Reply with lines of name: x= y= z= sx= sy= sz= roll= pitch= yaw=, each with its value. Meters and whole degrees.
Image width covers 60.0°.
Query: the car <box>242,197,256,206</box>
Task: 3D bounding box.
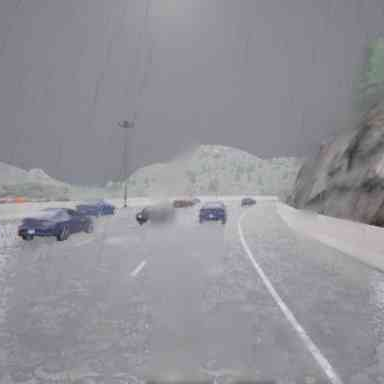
car: x=9.760 y=1.632 z=56.790 sx=1.837 sy=1.490 sz=4.892 roll=-1 pitch=-1 yaw=21

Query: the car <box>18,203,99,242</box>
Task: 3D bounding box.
car: x=-6.372 y=1.463 z=15.991 sx=1.812 sy=1.442 sz=4.674 roll=0 pitch=0 yaw=6

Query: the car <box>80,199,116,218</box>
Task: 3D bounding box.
car: x=-8.226 y=1.400 z=28.897 sx=1.882 sy=1.535 sz=5.008 roll=0 pitch=0 yaw=10

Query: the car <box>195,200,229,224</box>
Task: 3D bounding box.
car: x=1.759 y=1.506 z=25.493 sx=1.882 sy=1.535 sz=5.008 roll=0 pitch=0 yaw=10

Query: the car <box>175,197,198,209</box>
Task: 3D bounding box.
car: x=-1.089 y=1.483 z=45.620 sx=1.882 sy=1.535 sz=5.008 roll=0 pitch=0 yaw=16

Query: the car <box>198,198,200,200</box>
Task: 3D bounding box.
car: x=0.208 y=1.589 z=60.854 sx=1.994 sy=1.385 sz=4.181 roll=0 pitch=0 yaw=21

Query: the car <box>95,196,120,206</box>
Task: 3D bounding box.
car: x=-13.432 y=1.406 z=53.258 sx=1.812 sy=1.442 sz=4.674 roll=1 pitch=0 yaw=17

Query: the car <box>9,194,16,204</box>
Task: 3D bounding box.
car: x=-25.667 y=1.094 z=48.261 sx=2.097 sy=1.767 sz=4.553 roll=1 pitch=0 yaw=14

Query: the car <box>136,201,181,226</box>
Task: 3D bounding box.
car: x=-2.352 y=1.584 z=23.393 sx=1.895 sy=1.301 sz=4.718 roll=1 pitch=0 yaw=9

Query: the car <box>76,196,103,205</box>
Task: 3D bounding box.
car: x=-16.704 y=1.372 z=54.535 sx=1.812 sy=1.442 sz=4.674 roll=1 pitch=0 yaw=17
